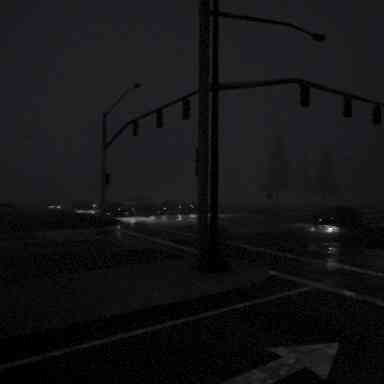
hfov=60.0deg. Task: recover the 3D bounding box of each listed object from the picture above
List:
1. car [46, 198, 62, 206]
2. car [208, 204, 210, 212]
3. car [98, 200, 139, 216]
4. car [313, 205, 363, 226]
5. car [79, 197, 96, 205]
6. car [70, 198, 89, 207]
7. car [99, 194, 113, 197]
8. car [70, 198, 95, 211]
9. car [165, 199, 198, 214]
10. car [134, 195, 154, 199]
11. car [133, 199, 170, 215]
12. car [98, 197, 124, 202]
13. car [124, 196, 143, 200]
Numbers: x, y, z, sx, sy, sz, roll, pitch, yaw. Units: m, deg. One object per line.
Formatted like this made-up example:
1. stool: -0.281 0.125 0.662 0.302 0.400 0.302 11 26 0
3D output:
1. car: -24.032 1.711 57.760 1.994 1.385 4.181 1 0 -34
2. car: 1.005 1.780 40.068 1.812 1.442 4.674 1 0 -35
3. car: -7.610 1.743 34.057 1.895 1.301 4.718 1 0 -35
4. car: 11.552 1.846 26.232 4.892 1.490 1.837 0 0 -35
5. car: -20.592 1.786 65.170 1.994 1.385 4.181 1 -1 -35
6. car: -19.318 1.784 57.081 1.895 1.301 4.718 1 0 -34
7. car: -16.746 1.476 65.770 2.150 2.045 5.566 1 0 -35
8. car: -14.537 1.670 44.028 1.812 1.442 4.674 1 -1 -35
9. car: -1.747 1.570 37.892 2.097 1.767 4.553 1 -1 -35
10. car: -7.486 1.478 52.302 2.150 2.045 5.566 1 -1 -34
11. car: -4.667 1.780 35.955 1.895 1.301 4.718 1 0 -35
12. car: -11.464 1.745 45.740 1.994 1.385 4.181 1 0 -35
13. car: -9.541 1.696 49.111 1.882 1.535 5.008 1 0 -35
